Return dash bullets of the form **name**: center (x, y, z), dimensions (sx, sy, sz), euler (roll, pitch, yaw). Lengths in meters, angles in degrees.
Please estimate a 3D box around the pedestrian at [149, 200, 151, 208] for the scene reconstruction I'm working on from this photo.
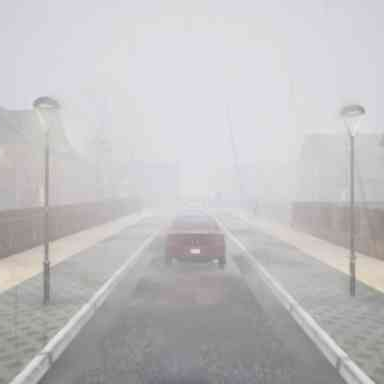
- **pedestrian**: center (-6.698, 1.505, 52.539), dimensions (0.375, 1.860, 0.375), euler (0, -1, 1)

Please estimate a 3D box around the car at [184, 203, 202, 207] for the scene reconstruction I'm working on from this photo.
- **car**: center (0.107, 1.605, 27.065), dimensions (1.812, 1.442, 4.674), euler (0, 0, 0)

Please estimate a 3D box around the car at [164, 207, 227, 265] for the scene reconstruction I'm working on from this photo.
- **car**: center (0.099, 1.513, 11.814), dimensions (1.882, 1.535, 5.008), euler (0, 0, 0)
